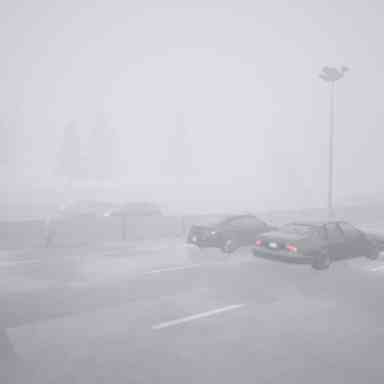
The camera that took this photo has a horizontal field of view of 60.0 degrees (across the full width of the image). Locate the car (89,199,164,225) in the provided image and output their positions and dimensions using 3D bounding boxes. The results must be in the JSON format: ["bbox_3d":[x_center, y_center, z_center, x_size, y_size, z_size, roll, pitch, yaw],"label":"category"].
[{"bbox_3d":[-4.197,1.418,22.493,4.553,1.767,2.097,0,0,-35],"label":"car"}]

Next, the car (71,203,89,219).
[{"bbox_3d":[-6.293,1.667,25.298,4.718,1.301,1.895,0,0,-35],"label":"car"}]

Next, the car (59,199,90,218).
[{"bbox_3d":[-8.242,1.572,28.205,4.892,1.490,1.837,0,0,-35],"label":"car"}]

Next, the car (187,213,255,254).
[{"bbox_3d":[1.956,1.592,13.741,4.674,1.442,1.812,0,0,-36],"label":"car"}]

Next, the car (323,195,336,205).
[{"bbox_3d":[23.750,1.228,55.246,4.553,1.767,2.097,-1,1,-35],"label":"car"}]

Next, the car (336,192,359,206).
[{"bbox_3d":[25.692,1.099,52.331,5.566,2.045,2.150,-1,1,-35],"label":"car"}]

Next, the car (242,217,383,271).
[{"bbox_3d":[4.419,1.617,11.199,5.357,1.411,2.033,0,0,-36],"label":"car"}]

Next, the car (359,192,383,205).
[{"bbox_3d":[27.724,1.099,49.485,5.566,2.045,2.150,-1,1,-35],"label":"car"}]

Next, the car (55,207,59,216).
[{"bbox_3d":[-10.272,1.419,31.056,4.553,1.767,2.097,0,0,-35],"label":"car"}]
